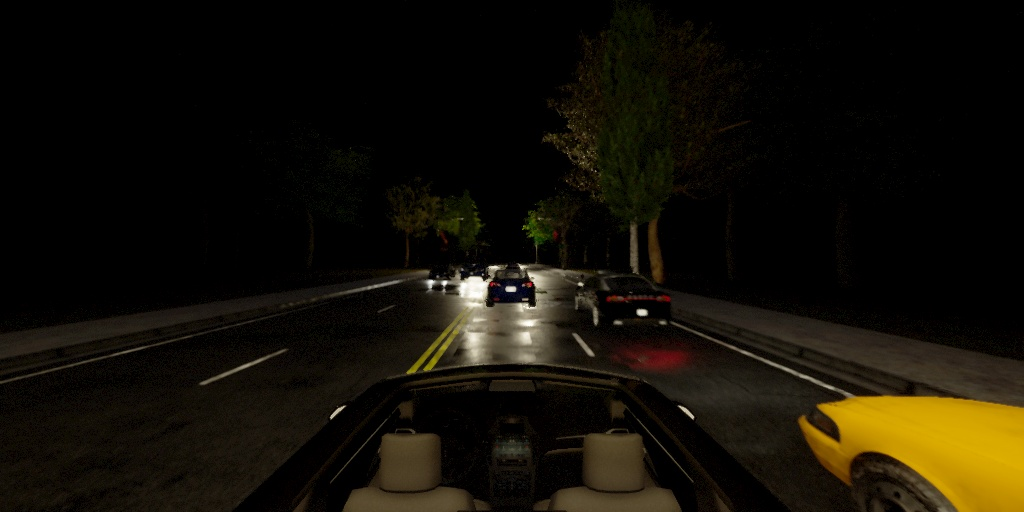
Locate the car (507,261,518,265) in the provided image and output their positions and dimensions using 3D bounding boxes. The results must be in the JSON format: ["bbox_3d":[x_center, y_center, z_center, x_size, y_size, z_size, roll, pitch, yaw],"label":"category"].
[{"bbox_3d":[0.083,1.510,41.187,2.033,1.411,5.357,0,0,0],"label":"car"}]

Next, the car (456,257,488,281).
[{"bbox_3d":[-3.284,1.125,32.278,2.150,2.045,5.566,0,-1,1],"label":"car"}]

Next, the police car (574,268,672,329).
[{"bbox_3d":[3.250,1.215,11.542,1.930,1.638,5.238,0,0,0],"label":"police car"}]

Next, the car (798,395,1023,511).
[{"bbox_3d":[3.250,1.202,0.621,1.801,1.575,5.366,0,0,0],"label":"car"}]

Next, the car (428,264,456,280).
[{"bbox_3d":[-6.514,1.463,34.220,2.033,1.411,5.357,0,0,0],"label":"car"}]

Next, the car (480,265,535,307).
[{"bbox_3d":[-0.026,1.315,16.001,2.163,1.488,4.792,0,0,0],"label":"car"}]
